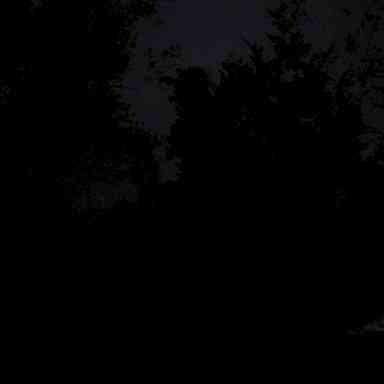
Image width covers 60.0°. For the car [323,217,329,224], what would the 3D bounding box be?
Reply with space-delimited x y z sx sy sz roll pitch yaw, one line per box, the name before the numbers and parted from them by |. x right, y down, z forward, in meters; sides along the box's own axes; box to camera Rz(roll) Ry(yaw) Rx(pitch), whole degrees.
car | 11.133 1.780 25.725 4.892 1.521 2.231 0 -1 -34

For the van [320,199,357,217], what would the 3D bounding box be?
van | 17.024 1.787 38.639 4.442 1.987 1.878 0 -2 -34

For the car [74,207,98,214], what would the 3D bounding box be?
car | -25.505 4.386 80.002 4.892 1.521 2.231 0 -3 -34

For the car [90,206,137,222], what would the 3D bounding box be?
car | -9.272 2.779 39.931 4.892 1.490 1.837 1 -1 -32

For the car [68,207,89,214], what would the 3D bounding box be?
car | -29.070 4.726 85.334 4.674 1.452 2.002 0 -3 -34

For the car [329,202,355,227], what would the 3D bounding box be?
car | 12.662 1.483 23.542 5.566 2.045 2.435 0 -1 -34

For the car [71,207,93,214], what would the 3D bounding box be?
car | -27.331 4.538 82.715 5.008 1.535 2.097 0 -3 -34

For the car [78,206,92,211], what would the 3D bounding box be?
car | -23.689 4.272 77.278 4.674 1.452 2.002 0 -3 -34
